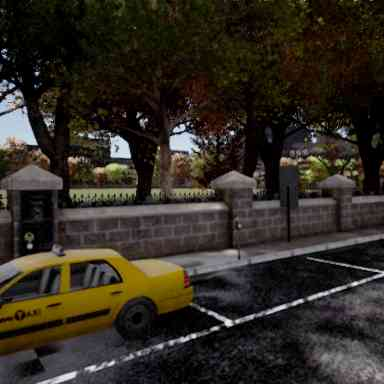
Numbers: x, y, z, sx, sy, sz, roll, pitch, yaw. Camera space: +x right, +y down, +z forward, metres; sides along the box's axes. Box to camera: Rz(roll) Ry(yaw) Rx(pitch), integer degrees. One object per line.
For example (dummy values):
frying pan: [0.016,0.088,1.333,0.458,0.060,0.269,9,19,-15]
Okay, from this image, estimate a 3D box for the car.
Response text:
car: [-2.256,1.514,4.949,4.829,1.417,1.752,-1,0,-35]
